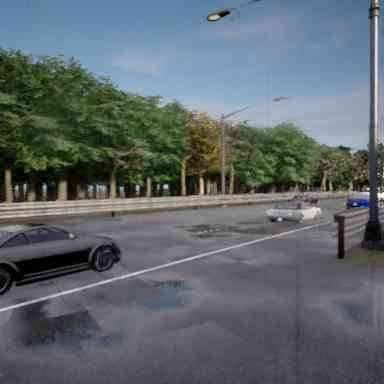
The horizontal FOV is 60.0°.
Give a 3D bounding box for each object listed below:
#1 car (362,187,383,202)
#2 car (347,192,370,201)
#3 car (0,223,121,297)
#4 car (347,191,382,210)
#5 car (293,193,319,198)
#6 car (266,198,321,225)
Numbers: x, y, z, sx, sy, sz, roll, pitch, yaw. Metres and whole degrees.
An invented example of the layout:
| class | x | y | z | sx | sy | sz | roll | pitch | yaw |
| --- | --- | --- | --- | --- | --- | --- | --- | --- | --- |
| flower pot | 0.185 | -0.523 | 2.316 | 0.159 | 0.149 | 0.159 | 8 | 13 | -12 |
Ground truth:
| class | x | y | z | sx | sy | sz | roll | pitch | yaw |
| --- | --- | --- | --- | --- | --- | --- | --- | --- | --- |
| car | 25.749 | 0.460 | 47.285 | 5.566 | 2.045 | 2.150 | -4 | 3 | -45 |
| car | 26.780 | 0.746 | 53.426 | 4.718 | 1.301 | 1.895 | -1 | 1 | -44 |
| car | -3.888 | 1.489 | 8.531 | 1.994 | 1.385 | 4.181 | 0 | 1 | 38 |
| car | 17.032 | 0.952 | 33.137 | 1.882 | 1.535 | 5.008 | 0 | 1 | 42 |
| car | 13.735 | 0.890 | 39.740 | 2.128 | 1.511 | 4.902 | 0 | 1 | 43 |
| car | 6.674 | 1.295 | 21.435 | 1.895 | 1.301 | 4.718 | 0 | 1 | 40 |
